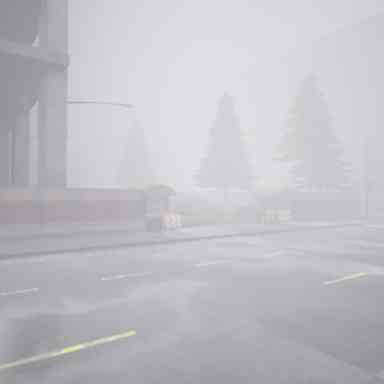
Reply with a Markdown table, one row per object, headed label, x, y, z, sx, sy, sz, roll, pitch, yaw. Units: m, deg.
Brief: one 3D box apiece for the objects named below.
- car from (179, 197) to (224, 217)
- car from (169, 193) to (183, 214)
| label | x | y | z | sx | sy | sz | roll | pitch | yaw |
| --- | --- | --- | --- | --- | --- | --- | --- | --- | --- |
| car | 1.174 | 1.522 | 31.958 | 3.988 | 1.617 | 1.851 | 1 | 0 | -35 |
| car | -0.859 | 1.360 | 36.004 | 4.605 | 1.855 | 1.932 | 1 | 0 | -35 |
